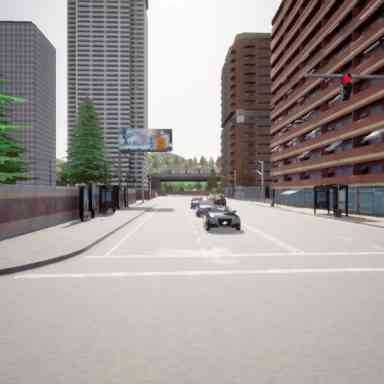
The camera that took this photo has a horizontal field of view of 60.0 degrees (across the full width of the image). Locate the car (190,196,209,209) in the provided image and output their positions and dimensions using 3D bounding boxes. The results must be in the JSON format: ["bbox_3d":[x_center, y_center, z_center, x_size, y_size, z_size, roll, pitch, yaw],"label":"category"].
[{"bbox_3d":[0.753,1.442,43.343,1.837,1.490,4.892,0,0,-2],"label":"car"}]

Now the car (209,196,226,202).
[{"bbox_3d":[4.075,1.401,50.478,1.882,1.535,5.008,0,0,-2],"label":"car"}]

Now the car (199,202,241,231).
[{"bbox_3d":[1.742,1.538,20.466,1.994,1.385,4.181,0,0,-3],"label":"car"}]

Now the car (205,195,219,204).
[{"bbox_3d":[3.594,1.386,60.294,1.882,1.535,5.008,0,0,-3],"label":"car"}]

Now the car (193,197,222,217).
[{"bbox_3d":[1.316,1.484,30.380,1.812,1.442,4.674,0,0,-3],"label":"car"}]
